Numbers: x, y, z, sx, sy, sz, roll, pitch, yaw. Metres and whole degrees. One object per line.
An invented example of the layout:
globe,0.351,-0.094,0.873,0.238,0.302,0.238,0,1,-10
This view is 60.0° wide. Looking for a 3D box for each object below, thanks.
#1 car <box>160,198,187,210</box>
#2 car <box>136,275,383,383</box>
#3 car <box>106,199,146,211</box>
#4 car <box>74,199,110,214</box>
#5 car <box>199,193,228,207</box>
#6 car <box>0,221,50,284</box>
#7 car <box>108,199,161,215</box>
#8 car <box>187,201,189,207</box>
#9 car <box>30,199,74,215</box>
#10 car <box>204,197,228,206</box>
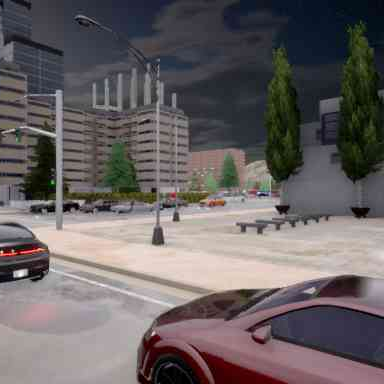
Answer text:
car,-3.368,1.498,42.297,2.128,1.511,4.902,0,0,40
car,1.427,1.564,3.222,4.181,1.385,1.994,0,0,37
car,-8.271,1.608,41.928,1.895,1.301,4.718,0,0,40
car,-9.452,1.511,35.121,1.837,1.490,4.892,0,0,40
car,3.034,1.359,49.831,2.097,1.767,4.553,0,0,40
car,-5.552,1.507,8.732,4.892,1.490,1.837,0,0,40
car,-5.747,1.607,33.768,1.895,1.301,4.718,0,0,40
car,-2.402,1.571,48.841,1.994,1.385,4.181,0,0,41
car,-14.308,1.485,34.804,1.882,1.535,5.008,0,0,40
car,4.075,1.571,56.439,1.994,1.385,4.181,0,0,41
